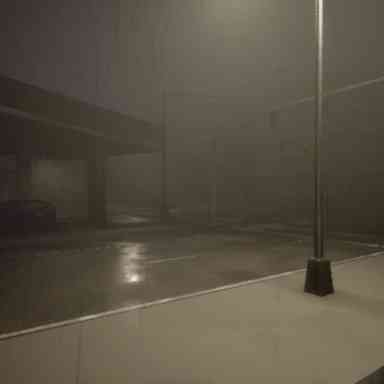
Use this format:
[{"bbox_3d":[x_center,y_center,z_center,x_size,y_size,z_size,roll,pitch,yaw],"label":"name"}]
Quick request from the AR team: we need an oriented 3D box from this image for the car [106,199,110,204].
[{"bbox_3d":[-17.061,1.604,62.176,1.895,1.301,4.718,0,0,-36],"label":"car"}]

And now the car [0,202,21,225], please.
[{"bbox_3d":[-13.965,1.459,22.717,3.806,1.475,1.970,0,0,-35],"label":"car"}]

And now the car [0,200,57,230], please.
[{"bbox_3d":[-10.009,1.297,18.482,4.611,1.667,2.242,0,0,-35],"label":"car"}]

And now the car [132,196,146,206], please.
[{"bbox_3d":[-8.447,1.493,56.400,2.128,1.511,4.902,0,0,-36],"label":"car"}]

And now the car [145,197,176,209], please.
[{"bbox_3d":[-3.969,1.526,44.274,1.812,1.442,4.674,0,0,-36],"label":"car"}]
